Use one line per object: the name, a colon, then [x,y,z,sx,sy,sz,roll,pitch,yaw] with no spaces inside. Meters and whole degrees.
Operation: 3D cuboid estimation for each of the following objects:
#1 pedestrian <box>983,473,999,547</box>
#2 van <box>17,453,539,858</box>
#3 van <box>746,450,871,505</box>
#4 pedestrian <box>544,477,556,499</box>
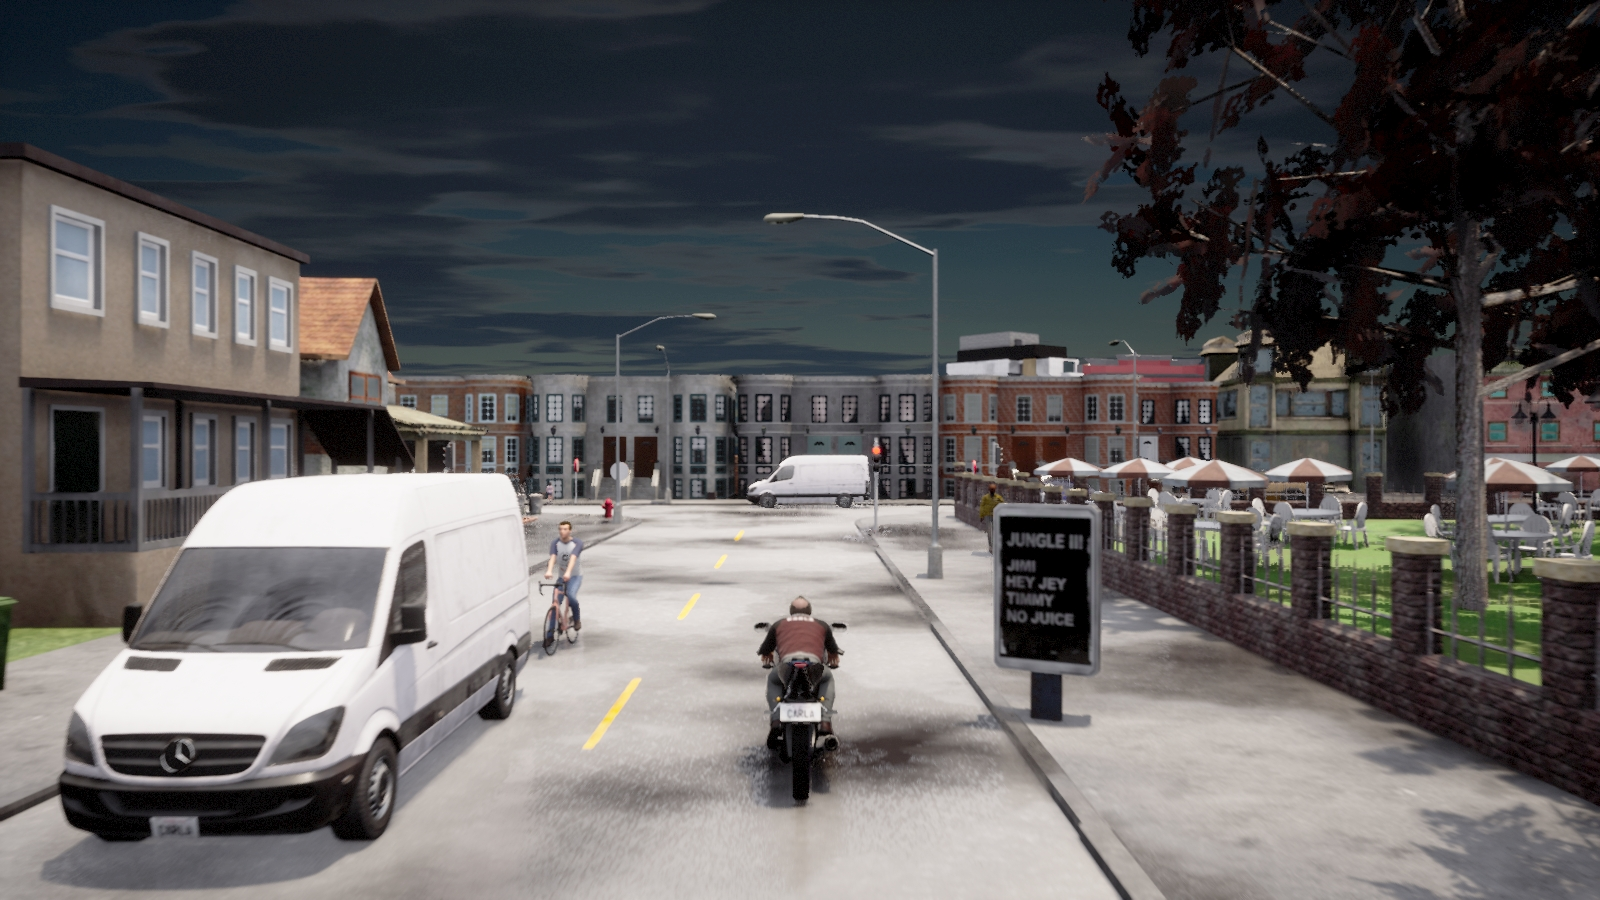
pedestrian: [4.864,1.523,29.091,0.375,1.860,0.375,0,0,2]
van: [-3.997,1.314,10.225,1.988,2.561,5.915,0,0,0]
van: [0.407,1.309,55.251,5.915,2.561,1.988,0,0,0]
pedestrian: [-12.648,1.900,57.913,0.500,1.100,0.500,0,0,0]
